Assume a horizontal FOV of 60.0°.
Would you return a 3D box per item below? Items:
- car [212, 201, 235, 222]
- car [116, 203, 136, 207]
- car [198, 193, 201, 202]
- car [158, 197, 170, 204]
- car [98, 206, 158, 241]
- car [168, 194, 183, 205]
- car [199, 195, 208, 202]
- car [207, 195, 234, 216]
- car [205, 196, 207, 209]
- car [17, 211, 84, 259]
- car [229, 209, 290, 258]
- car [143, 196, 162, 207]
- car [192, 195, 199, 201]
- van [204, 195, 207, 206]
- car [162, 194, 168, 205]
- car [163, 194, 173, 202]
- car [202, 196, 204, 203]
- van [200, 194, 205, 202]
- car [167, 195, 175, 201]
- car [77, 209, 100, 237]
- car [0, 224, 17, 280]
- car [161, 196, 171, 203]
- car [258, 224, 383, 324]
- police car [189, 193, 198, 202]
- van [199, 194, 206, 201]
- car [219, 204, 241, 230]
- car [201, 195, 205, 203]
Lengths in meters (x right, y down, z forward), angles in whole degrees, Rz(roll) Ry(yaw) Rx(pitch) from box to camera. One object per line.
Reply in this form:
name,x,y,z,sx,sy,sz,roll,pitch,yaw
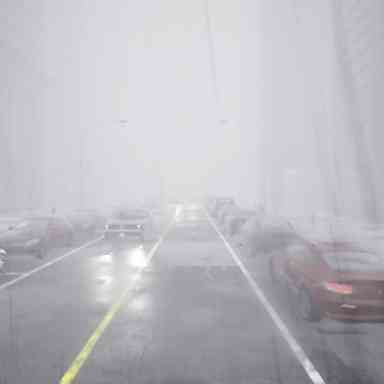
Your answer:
car,2.769,1.585,23.819,1.947,1.339,4.313,0,0,0
car,-5.755,1.606,29.451,1.802,1.307,4.206,0,0,0
car,2.777,1.515,68.912,1.967,1.590,4.097,0,0,0
car,-5.749,1.640,68.905,1.947,1.339,4.313,0,0,0
car,-3.098,1.612,16.989,1.895,1.301,4.718,0,0,0
car,-3.041,1.537,58.760,1.882,1.535,5.008,0,0,1
car,2.779,1.532,80.186,1.967,1.590,4.097,0,0,0
car,2.771,1.340,29.456,2.192,1.841,5.009,0,0,0
car,2.771,1.471,35.093,1.967,1.590,4.097,0,0,0
car,-5.758,1.590,12.542,1.802,1.307,4.206,0,0,0
car,2.767,1.559,12.546,2.008,1.369,4.403,0,0,0
car,-5.752,1.608,46.361,1.947,1.339,4.313,0,0,0
car,0.915,1.608,87.257,1.837,1.490,4.892,0,0,0
van,2.773,1.378,40.730,1.690,1.788,3.998,0,0,0
car,-5.750,1.497,57.634,1.967,1.590,4.097,0,0,0
car,-5.746,1.406,80.178,2.192,1.841,5.009,0,0,0
car,2.773,1.594,46.366,2.008,1.369,4.403,0,0,0
van,2.775,1.399,57.639,1.690,1.788,3.998,0,0,0
car,-5.744,1.549,91.451,1.967,1.590,4.097,0,0,0
car,-5.757,1.595,18.179,1.802,1.307,4.206,0,0,0
car,-5.758,1.444,6.906,1.967,1.590,4.097,0,0,0
car,-5.748,1.627,74.541,1.887,1.381,4.507,0,0,0
car,2.766,1.586,6.909,1.802,1.307,4.206,0,0,0
police car,0.913,1.513,77.367,1.930,1.638,5.238,0,0,0
van,2.780,1.441,85.823,1.690,1.788,3.998,0,0,0
car,2.768,1.579,18.183,1.947,1.339,4.313,0,0,0
car,2.774,1.576,52.172,1.752,1.417,4.829,0,0,0
